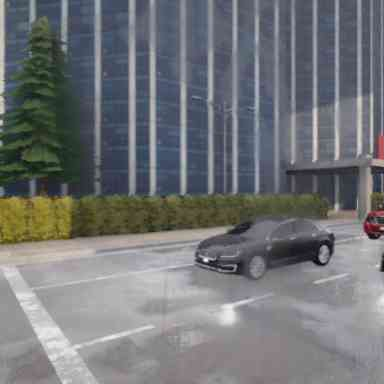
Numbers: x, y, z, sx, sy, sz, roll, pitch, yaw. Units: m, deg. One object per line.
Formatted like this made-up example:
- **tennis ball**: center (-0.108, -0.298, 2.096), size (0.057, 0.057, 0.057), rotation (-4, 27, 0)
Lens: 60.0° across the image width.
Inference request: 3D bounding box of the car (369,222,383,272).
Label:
- **car**: center (6.839, 1.545, 8.847), size (4.181, 1.385, 1.994), rotation (0, 0, -35)

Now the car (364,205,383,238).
- **car**: center (10.427, 1.190, 15.702), size (5.566, 2.045, 2.150), rotation (0, 0, -35)

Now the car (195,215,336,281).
- **car**: center (2.332, 1.491, 9.941), size (4.892, 1.490, 1.837), rotation (0, 0, -35)
